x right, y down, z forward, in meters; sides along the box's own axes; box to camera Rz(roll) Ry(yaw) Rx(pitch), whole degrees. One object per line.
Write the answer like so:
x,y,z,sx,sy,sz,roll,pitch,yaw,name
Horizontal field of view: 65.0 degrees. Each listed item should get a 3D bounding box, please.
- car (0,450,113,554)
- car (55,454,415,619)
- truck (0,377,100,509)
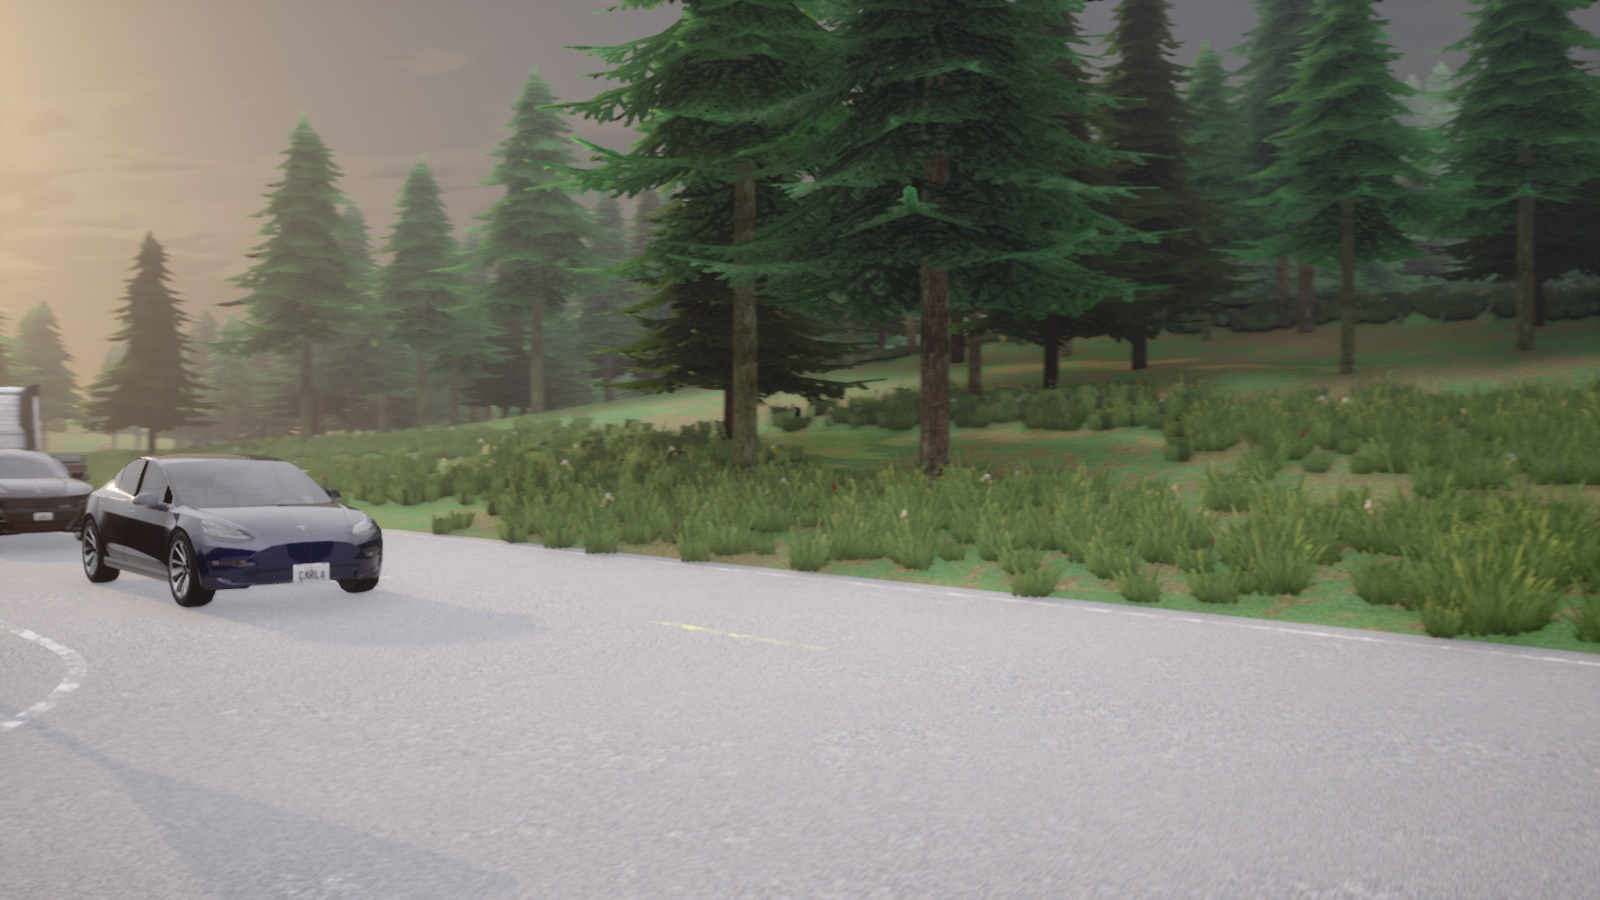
-13.432,0.792,21.291,1.882,1.535,5.008,-1,1,-44,car
-6.445,0.806,14.018,2.163,1.488,4.792,-1,0,-44,car
-22.968,-0.178,36.260,2.891,3.462,7.936,-1,0,-44,truck
